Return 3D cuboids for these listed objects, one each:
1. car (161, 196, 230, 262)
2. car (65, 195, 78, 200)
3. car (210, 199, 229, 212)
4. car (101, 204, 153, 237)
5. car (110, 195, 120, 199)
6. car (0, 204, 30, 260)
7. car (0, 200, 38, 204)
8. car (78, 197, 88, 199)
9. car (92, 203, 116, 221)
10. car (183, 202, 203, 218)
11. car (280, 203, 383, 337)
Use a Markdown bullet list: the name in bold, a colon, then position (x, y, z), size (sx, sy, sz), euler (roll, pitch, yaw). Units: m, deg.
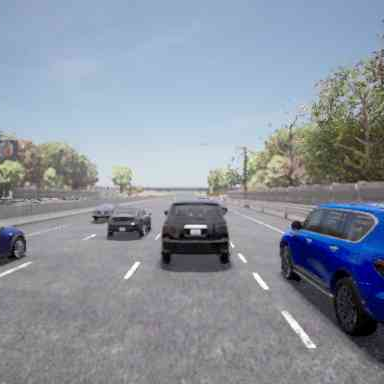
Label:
- **car**: position (0.105, 1.272, 12.394), size (2.150, 2.045, 5.566), euler (0, 0, 0)
- **car**: position (-27.995, 1.451, 77.928), size (1.882, 1.535, 5.008), euler (0, 0, 0)
- **car**: position (3.501, 1.719, 43.425), size (2.033, 1.411, 5.357), euler (0, 0, 0)
- **car**: position (-3.398, 1.582, 18.669), size (1.837, 1.490, 4.892), euler (0, 0, 0)
- **car**: position (-17.495, 1.498, 76.095), size (1.837, 1.490, 4.892), euler (0, 0, 0)
- **car**: position (-6.901, 1.392, 9.895), size (2.097, 1.767, 4.553), euler (0, 0, 0)
- **car**: position (-17.593, 1.697, 35.109), size (2.033, 1.411, 5.357), euler (0, 0, 0)
- **car**: position (-24.495, 1.525, 77.928), size (1.994, 1.385, 4.181), euler (0, 0, 0)
- **car**: position (-6.897, 1.666, 28.139), size (2.033, 1.411, 5.357), euler (0, 0, 0)
- **car**: position (0.105, 1.742, 33.227), size (1.895, 1.301, 4.718), euler (0, 0, 0)
- **car**: position (3.493, 1.218, 6.835), size (2.150, 2.045, 5.566), euler (0, 0, 0)
